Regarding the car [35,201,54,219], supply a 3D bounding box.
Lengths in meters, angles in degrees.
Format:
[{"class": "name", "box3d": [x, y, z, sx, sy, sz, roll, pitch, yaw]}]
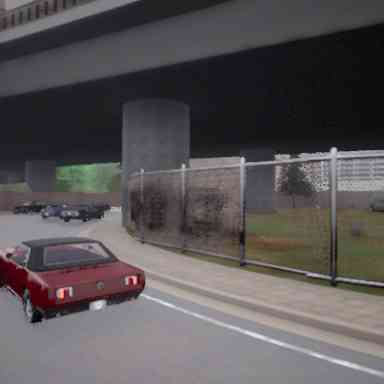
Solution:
[{"class": "car", "box3d": [-12.163, 1.761, 31.015, 1.812, 1.442, 4.674, 0, -1, 9]}]

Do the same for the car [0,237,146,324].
[{"class": "car", "box3d": [-3.034, 1.659, 7.405, 1.895, 1.301, 4.718, 1, -1, -40]}]

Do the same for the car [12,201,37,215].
[{"class": "car", "box3d": [-17.828, 1.742, 37.538, 1.882, 1.535, 5.008, 0, -1, 18]}]

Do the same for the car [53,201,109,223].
[{"class": "car", "box3d": [-9.212, 1.774, 28.209, 2.033, 1.411, 5.357, 0, -1, 6]}]
